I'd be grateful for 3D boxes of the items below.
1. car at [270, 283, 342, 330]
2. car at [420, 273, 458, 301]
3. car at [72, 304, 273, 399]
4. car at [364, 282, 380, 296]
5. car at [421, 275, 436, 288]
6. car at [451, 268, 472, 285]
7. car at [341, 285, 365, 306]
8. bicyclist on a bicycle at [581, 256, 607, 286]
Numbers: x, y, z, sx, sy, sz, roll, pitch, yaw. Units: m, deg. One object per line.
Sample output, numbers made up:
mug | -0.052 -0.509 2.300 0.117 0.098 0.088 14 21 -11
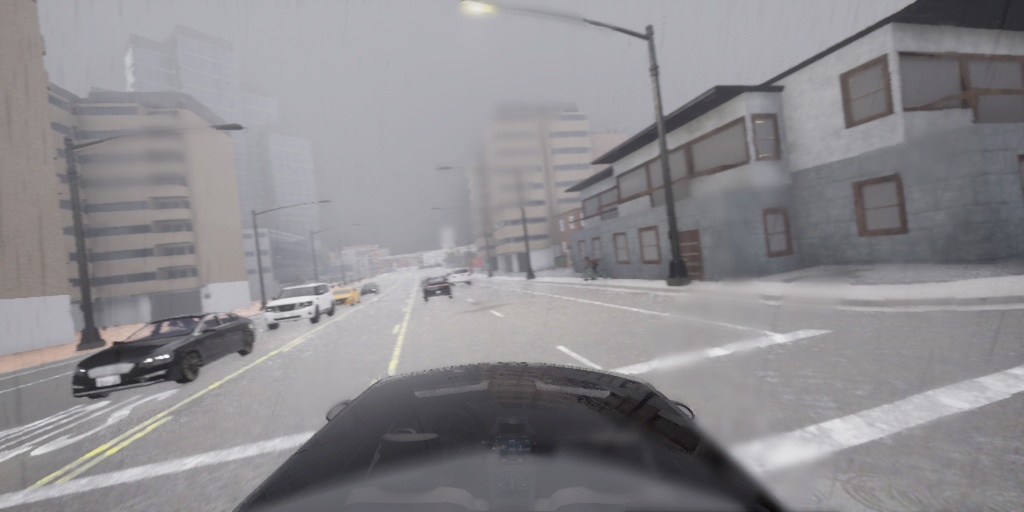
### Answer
car | -11.269 2.563 19.456 2.150 2.045 5.566 -7 -1 -15
car | -5.337 2.242 25.269 2.128 1.511 4.902 -7 -1 -15
car | -8.696 2.343 9.536 2.128 1.511 4.902 -7 -1 -15
car | -17.527 4.087 44.439 1.837 1.490 4.892 -7 -1 -15
car | -11.794 3.573 50.479 1.812 1.442 4.674 -7 0 -14
car | -6.105 2.461 41.971 2.150 2.045 5.566 -7 -1 -14
car | -13.824 3.381 29.628 1.882 1.535 5.008 -7 -1 -15
bicyclist on a bicycle | 4.470 0.768 20.057 1.656 1.620 0.582 -13 1 -15
